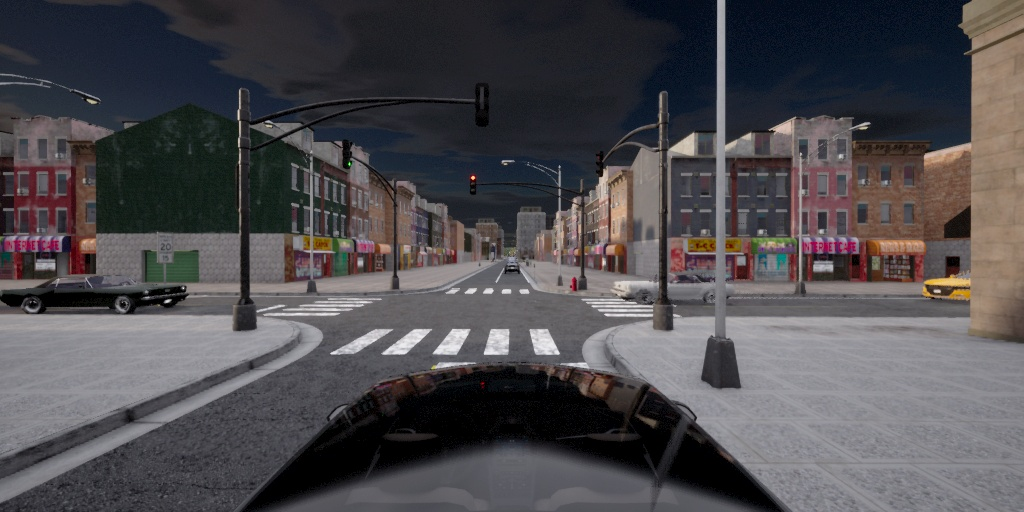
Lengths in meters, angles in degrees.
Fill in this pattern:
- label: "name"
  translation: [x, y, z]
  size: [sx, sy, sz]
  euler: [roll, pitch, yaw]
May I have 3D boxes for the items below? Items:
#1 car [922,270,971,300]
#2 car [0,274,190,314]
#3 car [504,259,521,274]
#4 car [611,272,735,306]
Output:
- label: "car"
  translation: [21.262, 1.292, 15.820]
  size: [5.008, 1.535, 1.882]
  euler: [0, 0, 0]
- label: "car"
  translation: [-14.635, 1.312, 12.851]
  size: [4.718, 1.301, 1.895]
  euler: [0, 0, -3]
- label: "car"
  translation: [0.022, 1.313, 40.639]
  size: [1.948, 1.339, 4.313]
  euler: [0, 0, 0]
- label: "car"
  translation: [6.812, 1.370, 15.541]
  size: [4.718, 1.301, 1.895]
  euler: [0, 0, -4]
